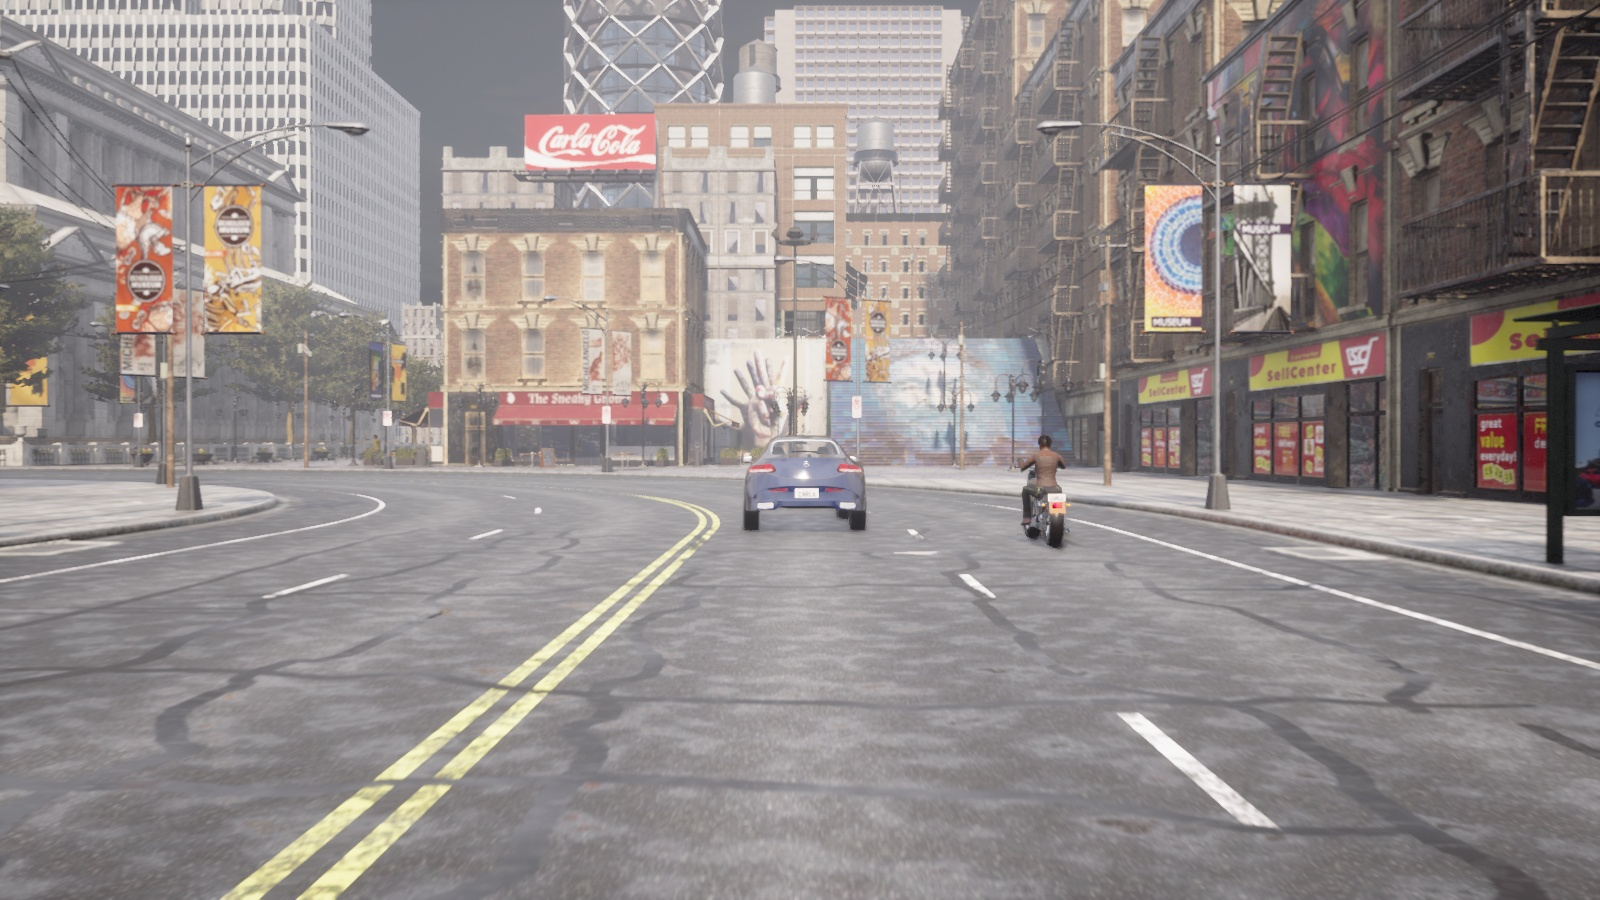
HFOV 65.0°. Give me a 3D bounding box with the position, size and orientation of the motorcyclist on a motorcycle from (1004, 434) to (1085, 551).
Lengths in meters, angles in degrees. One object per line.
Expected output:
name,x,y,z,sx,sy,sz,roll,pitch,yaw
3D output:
motorcyclist on a motorcycle,3.620,0.594,18.782,0.766,1.649,2.350,0,0,0

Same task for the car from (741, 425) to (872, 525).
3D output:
car,0.011,0.394,23.234,2.152,1.651,5.027,0,0,-2

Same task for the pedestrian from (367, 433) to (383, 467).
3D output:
pedestrian,-22.995,0.002,67.990,0.709,1.840,0.431,0,0,17
